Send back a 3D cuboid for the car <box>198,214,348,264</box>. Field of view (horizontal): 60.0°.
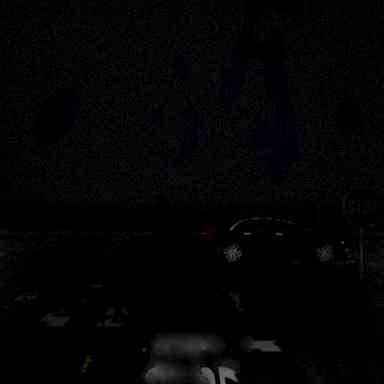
[{"bbox_3d":[2.666,1.523,11.219,4.892,1.490,1.837,0,0,0],"label":"car"}]
